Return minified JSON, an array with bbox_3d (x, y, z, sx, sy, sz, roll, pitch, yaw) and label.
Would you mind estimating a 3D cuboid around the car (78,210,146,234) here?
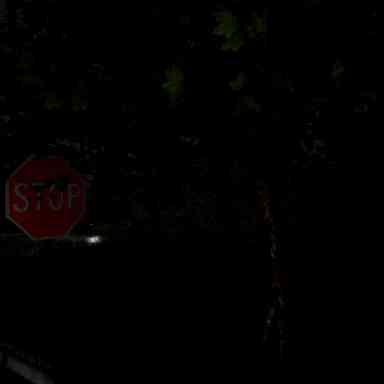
[{"bbox_3d":[-5.313,1.939,22.611,1.882,1.535,5.008,-1,-3,35],"label":"car"}]
